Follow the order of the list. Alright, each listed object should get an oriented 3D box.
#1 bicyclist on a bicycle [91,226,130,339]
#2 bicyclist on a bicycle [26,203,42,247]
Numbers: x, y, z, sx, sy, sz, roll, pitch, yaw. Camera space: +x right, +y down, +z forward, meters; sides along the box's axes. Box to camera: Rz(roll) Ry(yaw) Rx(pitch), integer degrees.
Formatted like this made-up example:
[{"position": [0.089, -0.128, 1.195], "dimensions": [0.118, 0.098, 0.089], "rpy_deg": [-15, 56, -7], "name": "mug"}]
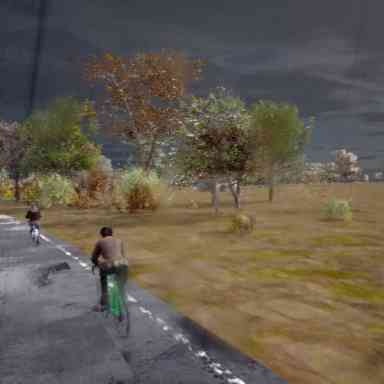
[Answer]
[{"position": [-1.333, 1.397, 5.420], "dimensions": [0.582, 1.620, 1.656], "rpy_deg": [-2, 1, -31], "name": "bicyclist on a bicycle"}, {"position": [-6.504, 1.314, 13.668], "dimensions": [0.659, 1.776, 1.843], "rpy_deg": [-2, 1, -33], "name": "bicyclist on a bicycle"}]
